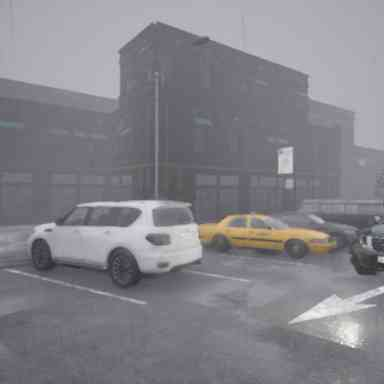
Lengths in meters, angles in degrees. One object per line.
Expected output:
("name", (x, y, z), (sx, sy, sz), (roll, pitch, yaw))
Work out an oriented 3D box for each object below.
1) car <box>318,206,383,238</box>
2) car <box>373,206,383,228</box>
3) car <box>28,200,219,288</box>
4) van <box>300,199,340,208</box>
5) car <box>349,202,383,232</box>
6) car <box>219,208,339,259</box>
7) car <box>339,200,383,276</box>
("car", (9.823, 1.607, 18.365), (5.008, 1.535, 2.097), (-1, -1, 34))
("car", (14.677, 1.685, 21.909), (4.674, 1.452, 2.002), (-1, -1, 34))
("car", (-2.333, 1.266, 9.515), (5.566, 2.045, 2.435), (-1, -1, 34))
("van", (7.293, 1.365, 16.667), (4.442, 1.987, 1.878), (-1, -1, 34))
("car", (12.226, 1.501, 20.167), (4.553, 1.767, 2.185), (-1, -1, 34))
("car", (2.699, 1.548, 12.955), (5.366, 1.575, 1.946), (-1, -1, 34))
("car", (6.838, 1.295, 9.547), (5.566, 2.045, 2.150), (1, 0, -36))
